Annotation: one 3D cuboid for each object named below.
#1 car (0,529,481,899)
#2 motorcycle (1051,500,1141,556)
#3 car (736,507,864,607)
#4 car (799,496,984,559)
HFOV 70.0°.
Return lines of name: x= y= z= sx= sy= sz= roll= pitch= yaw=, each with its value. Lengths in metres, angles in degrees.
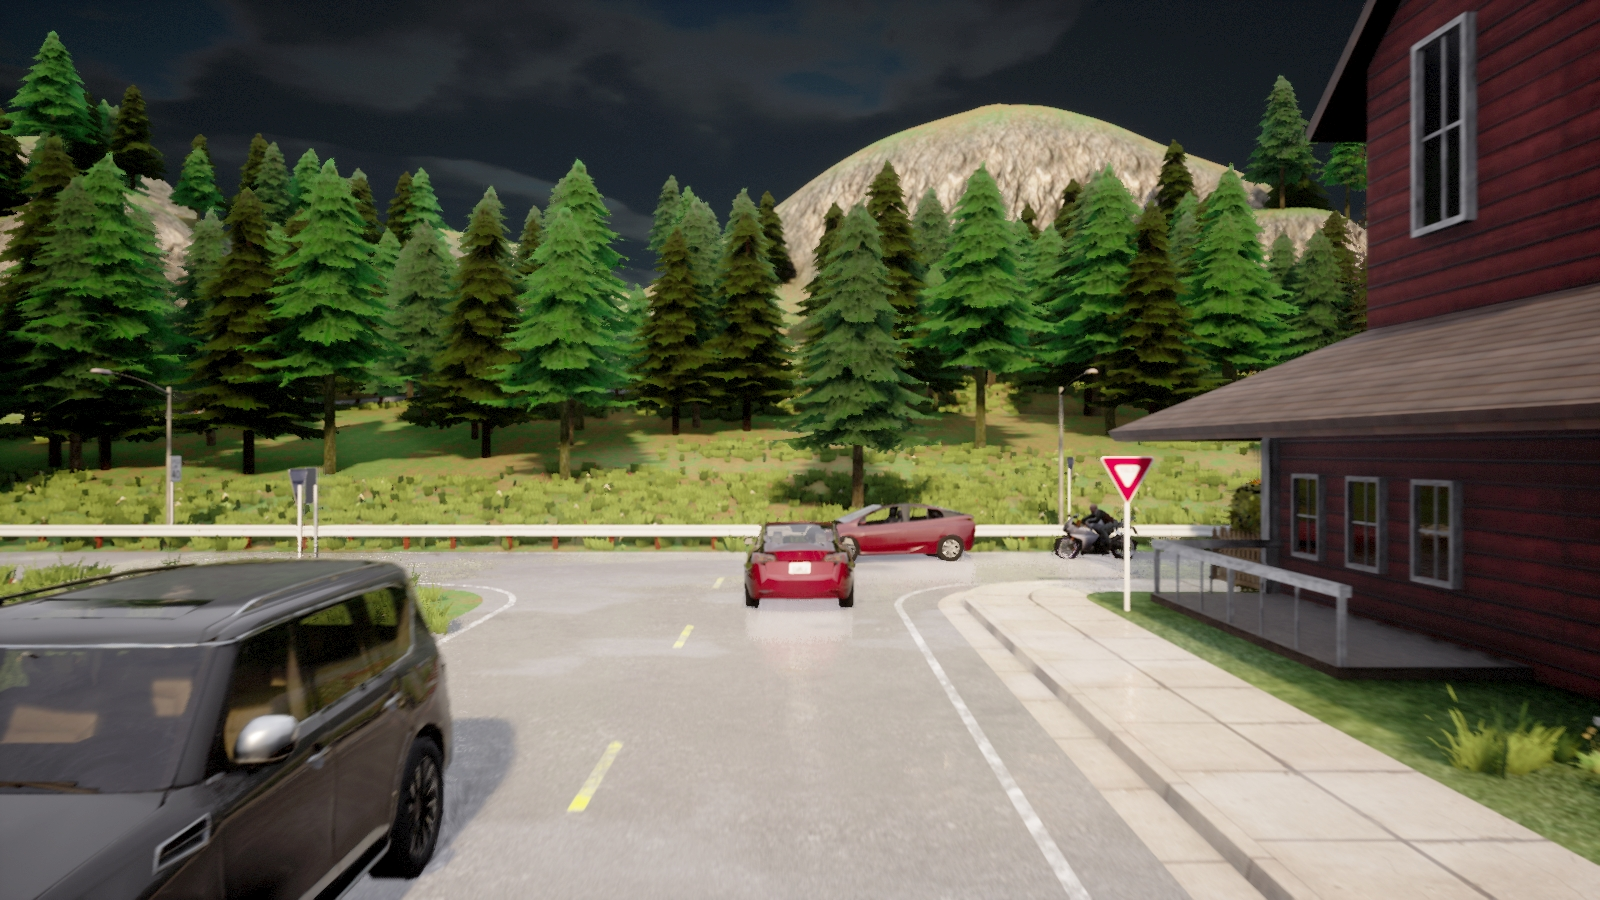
car: x=-3.531 y=1.639 z=6.068 sx=2.150 sy=2.045 sz=5.566 roll=0 pitch=0 yaw=0
motorcycle: x=7.977 y=2.101 z=30.840 sx=2.209 sy=1.460 sz=0.867 roll=0 pitch=0 yaw=0
car: x=-0.020 y=1.932 z=21.760 sx=2.163 sy=1.488 sz=4.792 roll=0 pitch=0 yaw=0
car: x=2.385 y=2.019 z=30.346 sx=4.514 sy=1.525 sz=2.007 roll=0 pitch=0 yaw=-11
